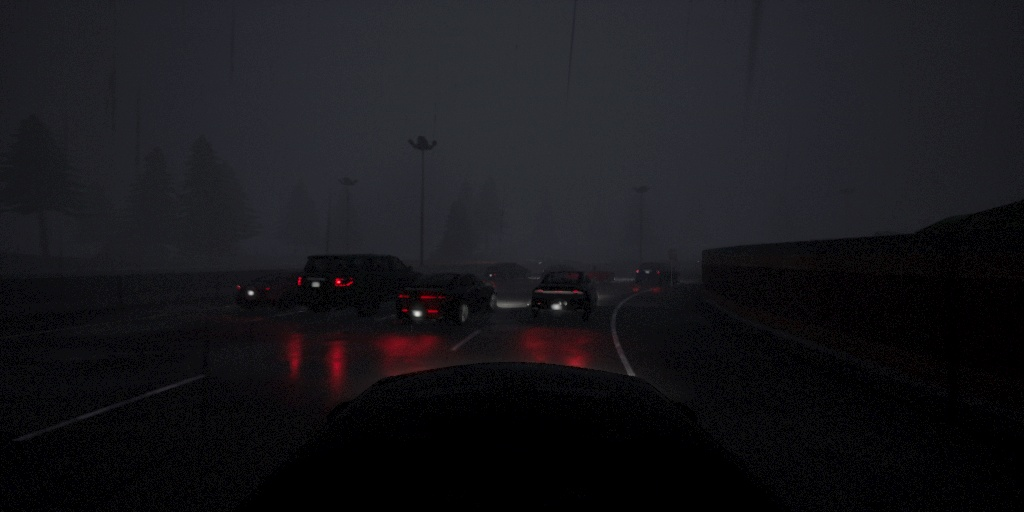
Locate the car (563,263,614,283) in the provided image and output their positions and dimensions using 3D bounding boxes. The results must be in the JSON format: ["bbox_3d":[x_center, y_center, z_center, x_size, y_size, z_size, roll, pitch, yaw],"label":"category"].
[{"bbox_3d":[6.108,1.439,27.504,1.895,1.301,4.718,0,0,39],"label":"car"}]

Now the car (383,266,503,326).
[{"bbox_3d":[-1.907,1.253,11.744,1.837,1.490,4.892,0,0,14],"label":"car"}]

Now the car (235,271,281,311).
[{"bbox_3d":[-8.436,1.253,14.244,1.994,1.385,4.181,0,0,15],"label":"car"}]

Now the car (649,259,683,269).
[{"bbox_3d":[25.228,1.269,58.683,4.892,1.490,1.837,0,0,-13],"label":"car"}]

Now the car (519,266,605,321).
[{"bbox_3d":[1.999,1.277,12.769,2.128,1.511,4.902,0,0,17],"label":"car"}]

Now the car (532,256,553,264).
[{"bbox_3d":[5.835,1.152,58.777,4.553,1.767,2.097,0,0,-28],"label":"car"}]

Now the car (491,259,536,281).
[{"bbox_3d":[-0.258,1.288,30.595,1.837,1.490,4.892,-1,0,37],"label":"car"}]

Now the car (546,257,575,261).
[{"bbox_3d":[7.918,1.311,51.726,4.902,1.511,2.128,0,0,-30],"label":"car"}]

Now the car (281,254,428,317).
[{"bbox_3d":[-5.169,0.941,13.283,2.150,2.045,5.566,0,0,15],"label":"car"}]

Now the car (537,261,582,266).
[{"bbox_3d":[4.333,1.389,30.674,1.994,1.385,4.181,0,0,40],"label":"car"}]

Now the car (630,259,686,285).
[{"bbox_3d":[11.536,1.239,28.134,2.097,1.767,4.553,1,0,44],"label":"car"}]
